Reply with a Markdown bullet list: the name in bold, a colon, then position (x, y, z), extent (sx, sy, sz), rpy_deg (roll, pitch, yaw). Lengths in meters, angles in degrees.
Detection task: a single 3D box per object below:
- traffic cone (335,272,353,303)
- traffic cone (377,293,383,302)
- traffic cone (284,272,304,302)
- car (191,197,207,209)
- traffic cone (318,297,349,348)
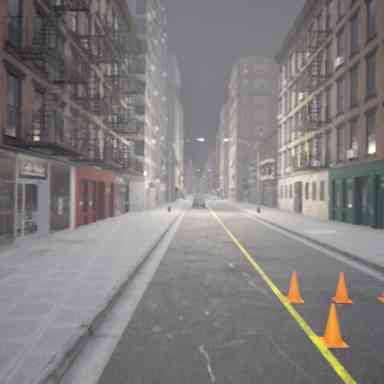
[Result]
- **traffic cone**: position (3.150, 1.987, 7.004), extent (0.340, 0.580, 0.340), rpy_deg (1, 0, 1)
- **traffic cone**: position (4.150, 1.996, 6.991), extent (0.340, 0.580, 0.340), rpy_deg (1, 0, 1)
- **traffic cone**: position (2.150, 1.978, 7.017), extent (0.340, 0.580, 0.340), rpy_deg (1, 0, 1)
- **car**: position (0.920, 1.520, 44.900), extent (1.837, 1.490, 4.892), rpy_deg (1, 0, 1)
- **traffic cone**: position (2.124, 1.977, 5.017), extent (0.340, 0.580, 0.340), rpy_deg (1, 0, 1)
